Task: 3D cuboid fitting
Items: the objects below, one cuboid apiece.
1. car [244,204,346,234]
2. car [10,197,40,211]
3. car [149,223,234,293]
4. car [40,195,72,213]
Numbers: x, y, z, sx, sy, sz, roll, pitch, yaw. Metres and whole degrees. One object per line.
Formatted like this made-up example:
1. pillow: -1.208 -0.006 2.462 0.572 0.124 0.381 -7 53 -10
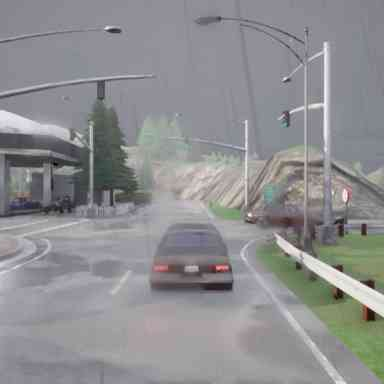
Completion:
1. car: 5.452 1.368 18.169 5.357 1.411 2.033 -1 0 44
2. car: -20.240 1.465 40.609 2.242 1.667 4.611 0 0 -1
3. car: 0.007 1.544 8.988 2.033 1.411 5.357 0 0 0
4. car: -14.533 1.299 36.331 1.905 1.878 3.866 0 0 -1
